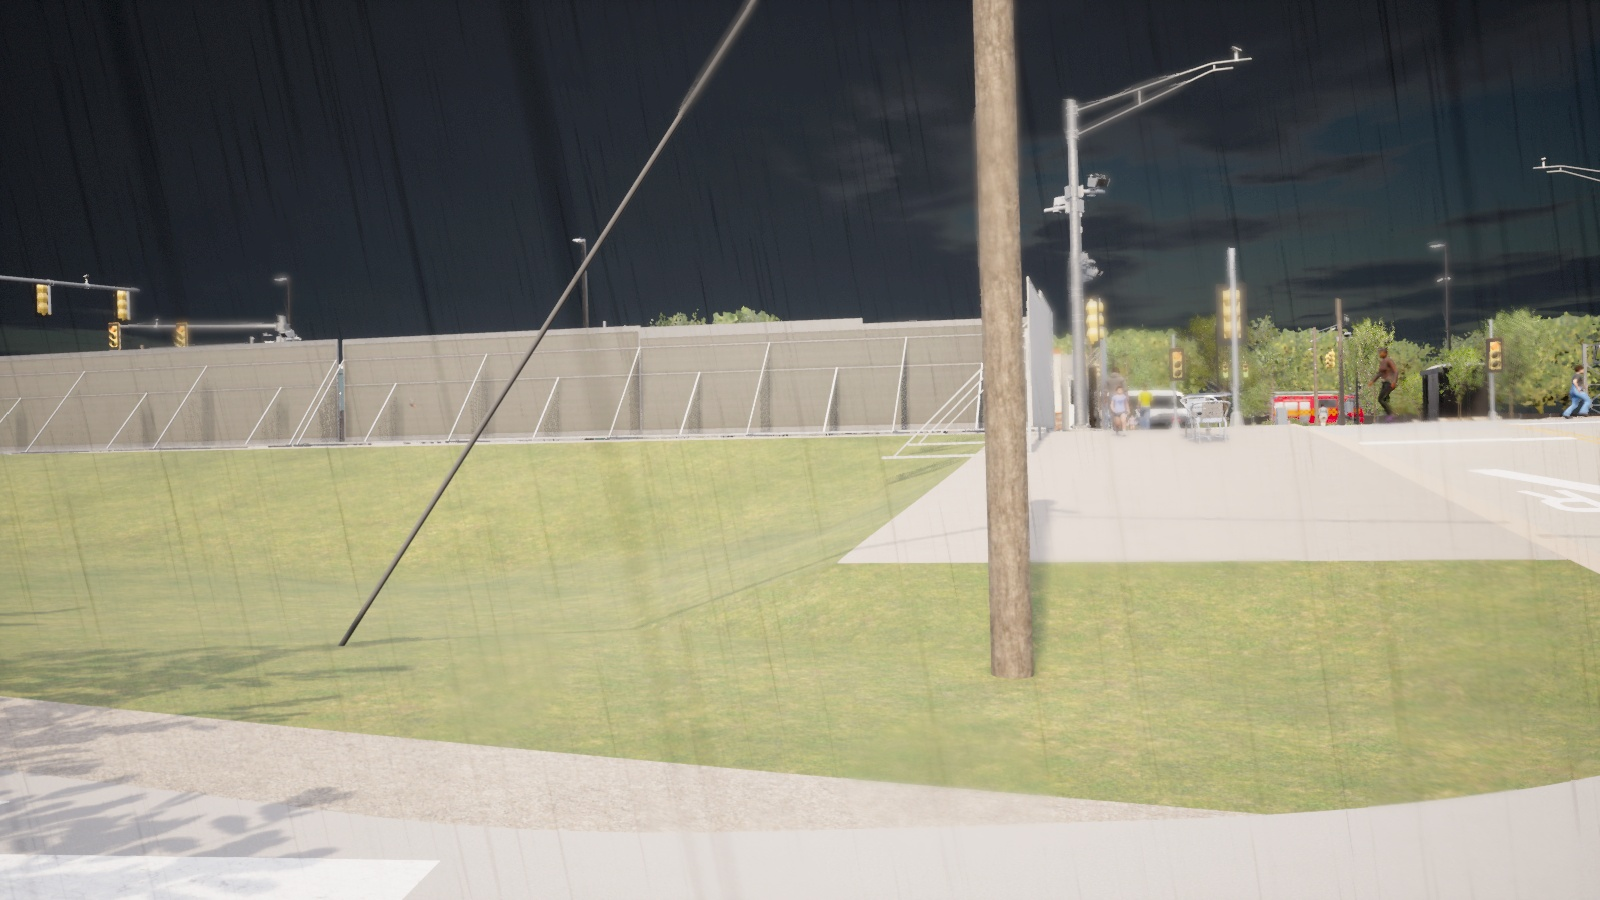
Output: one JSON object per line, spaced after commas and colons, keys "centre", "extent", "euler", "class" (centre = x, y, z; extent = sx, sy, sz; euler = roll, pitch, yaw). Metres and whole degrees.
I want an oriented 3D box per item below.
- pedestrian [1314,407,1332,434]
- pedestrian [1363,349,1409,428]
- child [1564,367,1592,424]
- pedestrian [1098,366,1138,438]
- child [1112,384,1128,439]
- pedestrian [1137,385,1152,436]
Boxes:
{"centre": [36.433, -2.055, 87.511], "extent": [0.874, 1.855, 0.900], "euler": [-1, 0, 4], "class": "pedestrian"}
{"centre": [13.532, -1.417, 28.991], "extent": [0.869, 1.805, 0.328], "euler": [-1, 0, 0], "class": "pedestrian"}
{"centre": [17.488, -1.230, 28.241], "extent": [0.437, 1.263, 0.270], "euler": [-1, 0, 4], "class": "child"}
{"centre": [8.827, -1.329, 34.835], "extent": [0.873, 1.952, 0.659], "euler": [-1, 0, -42], "class": "pedestrian"}
{"centre": [6.618, -0.789, 25.973], "extent": [0.255, 1.110, 0.394], "euler": [-1, 0, 10], "class": "child"}
{"centre": [12.725, -1.451, 46.390], "extent": [0.354, 1.836, 0.706], "euler": [-1, 0, 5], "class": "pedestrian"}
